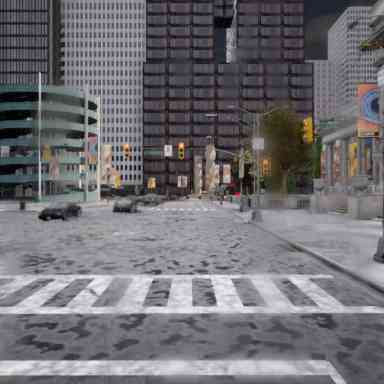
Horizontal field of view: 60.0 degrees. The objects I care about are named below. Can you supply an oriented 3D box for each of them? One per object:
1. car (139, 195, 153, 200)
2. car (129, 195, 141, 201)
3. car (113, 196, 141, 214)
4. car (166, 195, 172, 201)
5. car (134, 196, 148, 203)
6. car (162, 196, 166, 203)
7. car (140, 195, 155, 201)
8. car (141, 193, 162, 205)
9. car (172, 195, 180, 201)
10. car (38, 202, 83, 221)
[{"bbox_3d":[-13.072,1.502,94.337,1.994,1.385,4.181,0,0,-43],"label":"car"},{"bbox_3d":[-14.466,1.483,83.881,1.837,1.490,4.892,0,0,-25],"label":"car"},{"bbox_3d":[-7.081,1.477,35.618,1.882,1.535,5.008,0,0,0],"label":"car"},{"bbox_3d":[-7.505,1.595,85.653,1.895,1.301,4.718,0,0,-25],"label":"car"},{"bbox_3d":[-10.533,1.540,68.930,2.033,1.411,5.357,0,0,0],"label":"car"},{"bbox_3d":[-7.202,1.524,71.593,1.812,1.442,4.674,0,0,-3],"label":"car"},{"bbox_3d":[-11.667,1.531,86.097,2.033,1.411,5.357,0,0,-29],"label":"car"},{"bbox_3d":[-7.082,1.222,58.633,2.150,2.045,5.566,0,0,0],"label":"car"},{"bbox_3d":[-4.769,1.500,87.967,1.837,1.490,4.892,0,0,-29],"label":"car"},{"bbox_3d":[-10.586,1.547,27.239,2.033,1.411,5.357,0,0,0],"label":"car"}]
